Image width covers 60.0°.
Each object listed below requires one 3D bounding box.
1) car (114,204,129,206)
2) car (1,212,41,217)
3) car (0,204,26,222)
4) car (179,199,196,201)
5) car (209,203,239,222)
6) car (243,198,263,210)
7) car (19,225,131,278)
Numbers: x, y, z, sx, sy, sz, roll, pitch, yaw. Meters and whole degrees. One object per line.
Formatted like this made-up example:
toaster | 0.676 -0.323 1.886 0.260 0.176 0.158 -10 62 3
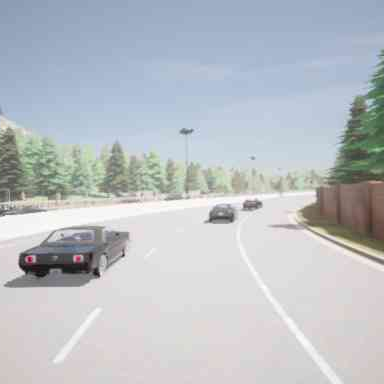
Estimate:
car | -8.064 1.626 40.557 2.097 1.767 4.553 -1 0 20
car | -14.876 1.940 29.564 1.994 1.385 4.181 -1 0 13
car | -18.144 1.936 31.004 2.128 1.511 4.902 -1 0 14
car | -0.601 1.632 67.627 1.882 1.535 5.008 -1 0 23
car | 2.572 1.590 26.616 1.994 1.385 4.181 -1 0 13
car | 7.754 1.462 42.164 2.128 1.511 4.902 -1 0 22
car | -3.291 1.696 10.491 1.895 1.301 4.718 -1 0 2
